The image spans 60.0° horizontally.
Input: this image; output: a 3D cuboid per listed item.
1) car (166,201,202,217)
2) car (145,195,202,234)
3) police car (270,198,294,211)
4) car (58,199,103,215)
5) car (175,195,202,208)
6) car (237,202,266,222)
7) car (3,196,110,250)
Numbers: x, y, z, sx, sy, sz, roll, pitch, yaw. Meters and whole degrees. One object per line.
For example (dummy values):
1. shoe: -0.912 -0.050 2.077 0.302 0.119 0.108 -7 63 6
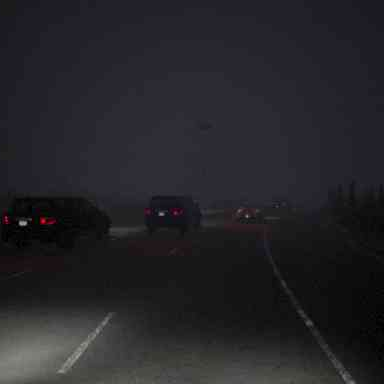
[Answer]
1. car: -0.661 1.579 32.150 1.895 1.301 4.718 0 0 21
2. car: -0.940 1.207 19.404 2.150 2.045 5.566 0 0 13
3. police car: 11.075 1.515 40.762 2.038 1.542 4.974 0 0 29
4. car: -11.310 1.469 34.036 1.812 1.442 4.674 0 0 20
5. car: -0.456 1.373 49.314 2.097 1.767 4.553 0 0 30
6. car: 4.736 1.524 26.397 1.812 1.442 4.674 0 0 18
7. car: -5.507 1.195 14.360 2.150 2.045 5.566 0 0 9
